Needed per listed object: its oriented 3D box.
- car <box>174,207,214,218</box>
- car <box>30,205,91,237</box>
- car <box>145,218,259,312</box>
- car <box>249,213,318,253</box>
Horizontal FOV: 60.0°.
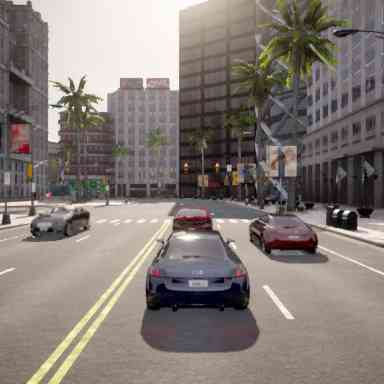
[{"bbox_3d":[0.090,1.478,16.799,1.882,1.535,5.008,0,0,2],"label":"car"},{"bbox_3d":[-7.012,1.493,18.203,2.128,1.511,4.902,0,0,0],"label":"car"},{"bbox_3d":[0.089,1.562,7.813,1.994,1.385,4.181,0,0,-1],"label":"car"},{"bbox_3d":[3.598,1.564,13.751,1.994,1.385,4.181,0,0,0],"label":"car"}]
